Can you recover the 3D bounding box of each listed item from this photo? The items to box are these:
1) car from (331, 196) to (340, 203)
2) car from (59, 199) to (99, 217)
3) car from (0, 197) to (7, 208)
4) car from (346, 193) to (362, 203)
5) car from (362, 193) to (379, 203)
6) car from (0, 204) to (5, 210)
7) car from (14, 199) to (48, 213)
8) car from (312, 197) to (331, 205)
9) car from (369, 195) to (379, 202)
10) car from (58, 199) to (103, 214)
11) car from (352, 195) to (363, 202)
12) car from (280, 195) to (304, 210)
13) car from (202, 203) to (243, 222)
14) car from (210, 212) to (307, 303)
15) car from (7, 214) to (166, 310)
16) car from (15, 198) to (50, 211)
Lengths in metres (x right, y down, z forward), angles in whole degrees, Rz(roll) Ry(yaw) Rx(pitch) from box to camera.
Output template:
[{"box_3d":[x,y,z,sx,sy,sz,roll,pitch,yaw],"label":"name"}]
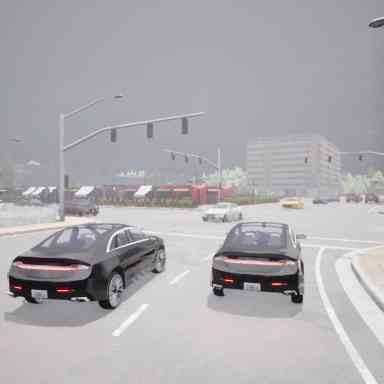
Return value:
[{"box_3d":[30.590,1.539,71.476,2.033,1.411,5.357,0,0,32],"label":"car"},{"box_3d":[-11.037,1.619,32.438,4.181,1.385,1.994,0,0,32],"label":"car"},{"box_3d":[-28.957,1.533,47.794,5.008,1.535,1.882,0,0,32],"label":"car"},{"box_3d":[34.053,1.225,70.425,2.150,2.045,5.566,0,0,32],"label":"car"},{"box_3d":[36.842,1.225,68.278,2.150,2.045,5.566,0,0,32],"label":"car"},{"box_3d":[-25.948,1.277,41.776,5.566,2.045,2.150,0,0,32],"label":"car"},{"box_3d":[-18.155,1.619,36.906,4.181,1.385,1.994,0,0,32],"label":"car"},{"box_3d":[22.486,1.601,58.417,1.895,1.301,4.718,0,0,32],"label":"car"},{"box_3d":[42.386,1.524,77.296,1.812,1.442,4.674,0,0,32],"label":"car"},{"box_3d":[-12.602,1.547,37.563,4.902,1.511,2.128,0,0,32],"label":"car"},{"box_3d":[39.622,1.540,79.484,2.033,1.411,5.357,0,0,32],"label":"car"},{"box_3d":[13.091,1.478,43.158,1.882,1.535,5.008,0,0,31],"label":"car"},{"box_3d":[2.506,1.566,25.965,1.812,1.442,4.674,0,0,31],"label":"car"},{"box_3d":[1.773,1.492,8.318,2.128,1.511,4.902,0,0,17],"label":"car"},{"box_3d":[-2.045,1.492,7.936,2.128,1.511,4.902,0,0,12],"label":"car"},{"box_3d":[-20.408,1.581,42.446,4.674,1.442,1.812,0,0,32],"label":"car"}]
